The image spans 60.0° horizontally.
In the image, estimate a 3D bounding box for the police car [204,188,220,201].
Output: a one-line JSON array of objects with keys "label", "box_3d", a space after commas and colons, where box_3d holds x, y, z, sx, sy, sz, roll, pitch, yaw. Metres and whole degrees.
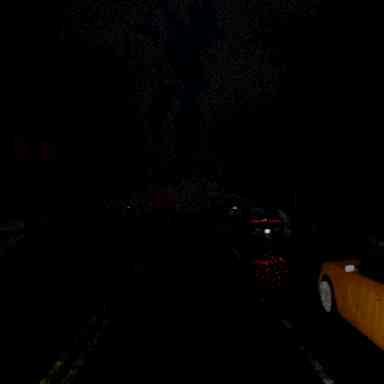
[{"label": "police car", "box_3d": [3.309, 0.699, 49.684, 1.930, 1.638, 5.238, 0, 2, 0]}]

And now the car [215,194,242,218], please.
[{"label": "car", "box_3d": [3.283, 1.239, 27.587, 2.033, 1.649, 4.856, 0, 1, 0]}]

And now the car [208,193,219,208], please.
[{"label": "car", "box_3d": [3.296, 1.118, 38.583, 1.994, 1.385, 4.181, 0, 1, 0]}]

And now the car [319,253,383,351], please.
[{"label": "car", "box_3d": [3.356, 1.492, 4.437, 1.882, 1.535, 5.008, 0, 0, 0]}]

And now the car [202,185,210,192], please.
[{"label": "car", "box_3d": [3.347, -0.938, 82.503, 1.837, 1.490, 4.892, 0, 4, 0]}]

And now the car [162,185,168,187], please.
[{"label": "car", "box_3d": [-6.408, -0.821, 78.227, 1.812, 1.442, 4.674, 0, 4, 0]}]

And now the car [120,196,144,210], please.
[{"label": "car", "box_3d": [-6.552, 1.142, 36.994, 2.033, 1.411, 5.357, 0, 1, 0]}]

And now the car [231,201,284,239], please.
[{"label": "car", "box_3d": [3.371, 1.466, 17.274, 1.837, 1.490, 4.892, 0, 1, 0]}]

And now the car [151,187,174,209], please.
[{"label": "car", "box_3d": [-3.299, 0.792, 38.003, 2.150, 2.045, 5.566, 0, 1, 0]}]

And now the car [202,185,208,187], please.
[{"label": "car", "box_3d": [3.334, -0.217, 71.529, 1.882, 1.535, 5.008, 0, 4, 0]}]

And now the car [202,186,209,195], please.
[{"label": "car", "box_3d": [3.322, 0.315, 60.553, 2.033, 1.649, 4.856, 0, 3, 0]}]

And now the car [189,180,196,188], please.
[{"label": "car", "box_3d": [0.110, -1.780, 92.996, 1.812, 1.442, 4.674, 0, 4, 0]}]
